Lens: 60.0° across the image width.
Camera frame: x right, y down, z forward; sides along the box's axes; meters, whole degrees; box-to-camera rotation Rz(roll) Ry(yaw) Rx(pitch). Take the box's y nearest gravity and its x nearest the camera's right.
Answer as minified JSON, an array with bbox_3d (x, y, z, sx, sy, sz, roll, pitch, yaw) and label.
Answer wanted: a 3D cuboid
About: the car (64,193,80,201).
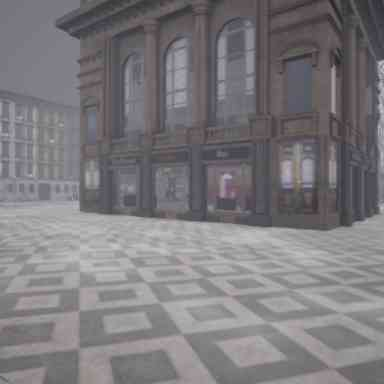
[{"bbox_3d":[-20.356,0.906,59.297,1.837,1.490,4.892,0,0,36],"label":"car"}]
